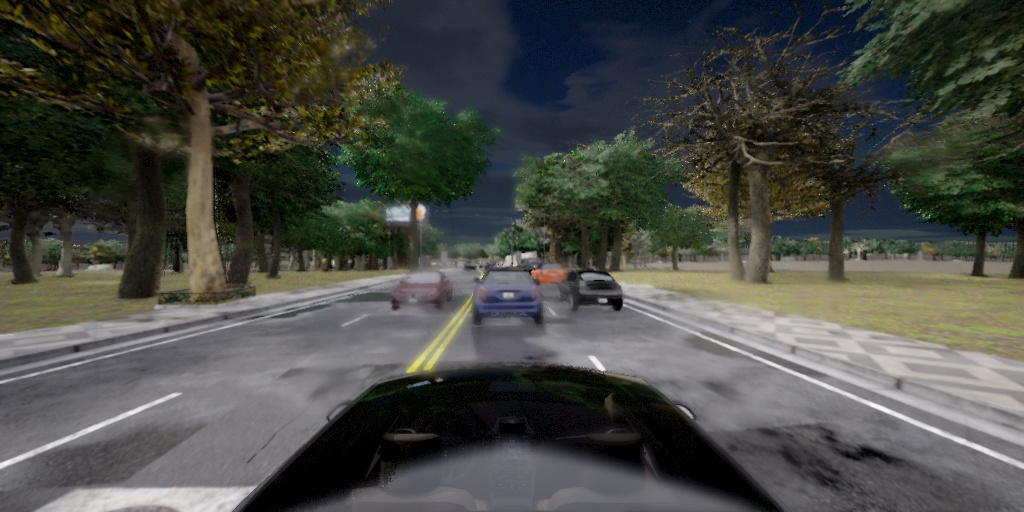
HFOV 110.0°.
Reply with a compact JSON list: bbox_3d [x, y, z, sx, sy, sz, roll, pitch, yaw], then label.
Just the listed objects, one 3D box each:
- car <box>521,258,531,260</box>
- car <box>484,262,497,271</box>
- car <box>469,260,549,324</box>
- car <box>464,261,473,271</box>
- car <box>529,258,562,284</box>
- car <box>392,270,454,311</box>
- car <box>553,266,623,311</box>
[{"bbox_3d":[1.856,1.193,37.007,2.150,2.045,5.566,0,-1,-7],"label":"car"},{"bbox_3d":[-3.566,1.718,59.769,1.837,1.490,4.892,0,-1,-7],"label":"car"},{"bbox_3d":[-0.215,1.151,12.305,2.097,1.767,4.553,0,0,-4],"label":"car"},{"bbox_3d":[-7.035,1.600,60.874,2.097,1.767,4.553,0,-1,-7],"label":"car"},{"bbox_3d":[2.632,1.234,25.855,2.097,1.767,4.553,0,0,-3],"label":"car"},{"bbox_3d":[-3.574,1.342,15.057,1.812,1.442,4.674,0,0,-2],"label":"car"},{"bbox_3d":[3.071,1.314,14.775,1.837,1.490,4.892,0,0,-2],"label":"car"}]
